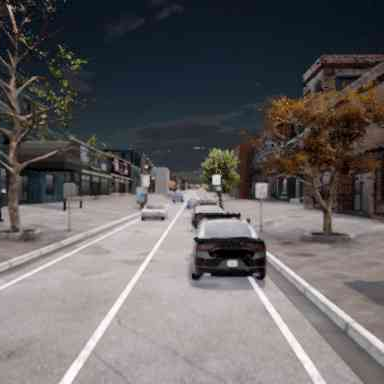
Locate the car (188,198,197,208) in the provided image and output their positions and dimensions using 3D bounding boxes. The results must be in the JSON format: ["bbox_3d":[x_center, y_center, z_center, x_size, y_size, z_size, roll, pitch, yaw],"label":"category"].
[{"bbox_3d":[0.980,1.381,26.054,2.097,1.767,4.553,0,0,0],"label":"car"}]

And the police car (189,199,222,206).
[{"bbox_3d":[0.962,1.447,20.194,1.930,1.638,5.238,0,0,0],"label":"police car"}]

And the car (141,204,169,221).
[{"bbox_3d":[-3.015,1.632,27.335,1.895,1.301,4.718,0,0,0],"label":"car"}]

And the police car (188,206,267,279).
[{"bbox_3d":[0.930,1.433,10.194,1.930,1.638,5.238,0,0,0],"label":"police car"}]

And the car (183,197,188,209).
[{"bbox_3d":[0.157,1.595,47.364,2.033,1.411,5.357,0,0,0],"label":"car"}]

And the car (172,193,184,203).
[{"bbox_3d":[-2.792,1.241,67.715,2.150,2.045,5.566,0,0,0],"label":"car"}]
